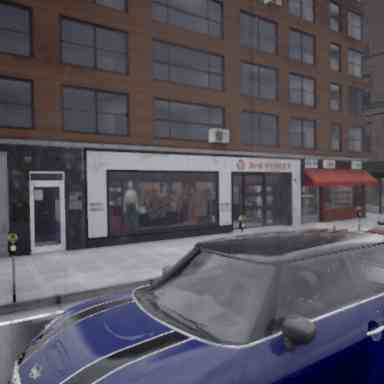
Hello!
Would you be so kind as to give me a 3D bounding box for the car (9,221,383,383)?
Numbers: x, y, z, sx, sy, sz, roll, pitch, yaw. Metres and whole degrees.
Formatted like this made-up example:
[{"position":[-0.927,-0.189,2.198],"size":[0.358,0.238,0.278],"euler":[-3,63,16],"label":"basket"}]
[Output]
[{"position":[0.620,1.285,3.464],"size":[4.553,1.767,2.097],"euler":[-1,1,-32],"label":"car"}]
